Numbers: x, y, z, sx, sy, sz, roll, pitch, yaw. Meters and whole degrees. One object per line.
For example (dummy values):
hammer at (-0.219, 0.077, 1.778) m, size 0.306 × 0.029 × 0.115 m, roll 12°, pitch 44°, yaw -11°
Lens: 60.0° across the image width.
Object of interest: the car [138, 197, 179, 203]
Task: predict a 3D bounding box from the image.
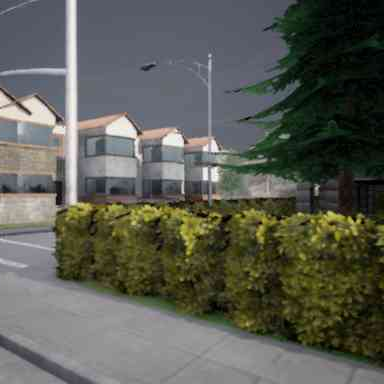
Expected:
car at (-2.927, 1.430, 24.655) m, size 2.150 × 2.045 × 5.566 m, roll 0°, pitch 0°, yaw 35°
